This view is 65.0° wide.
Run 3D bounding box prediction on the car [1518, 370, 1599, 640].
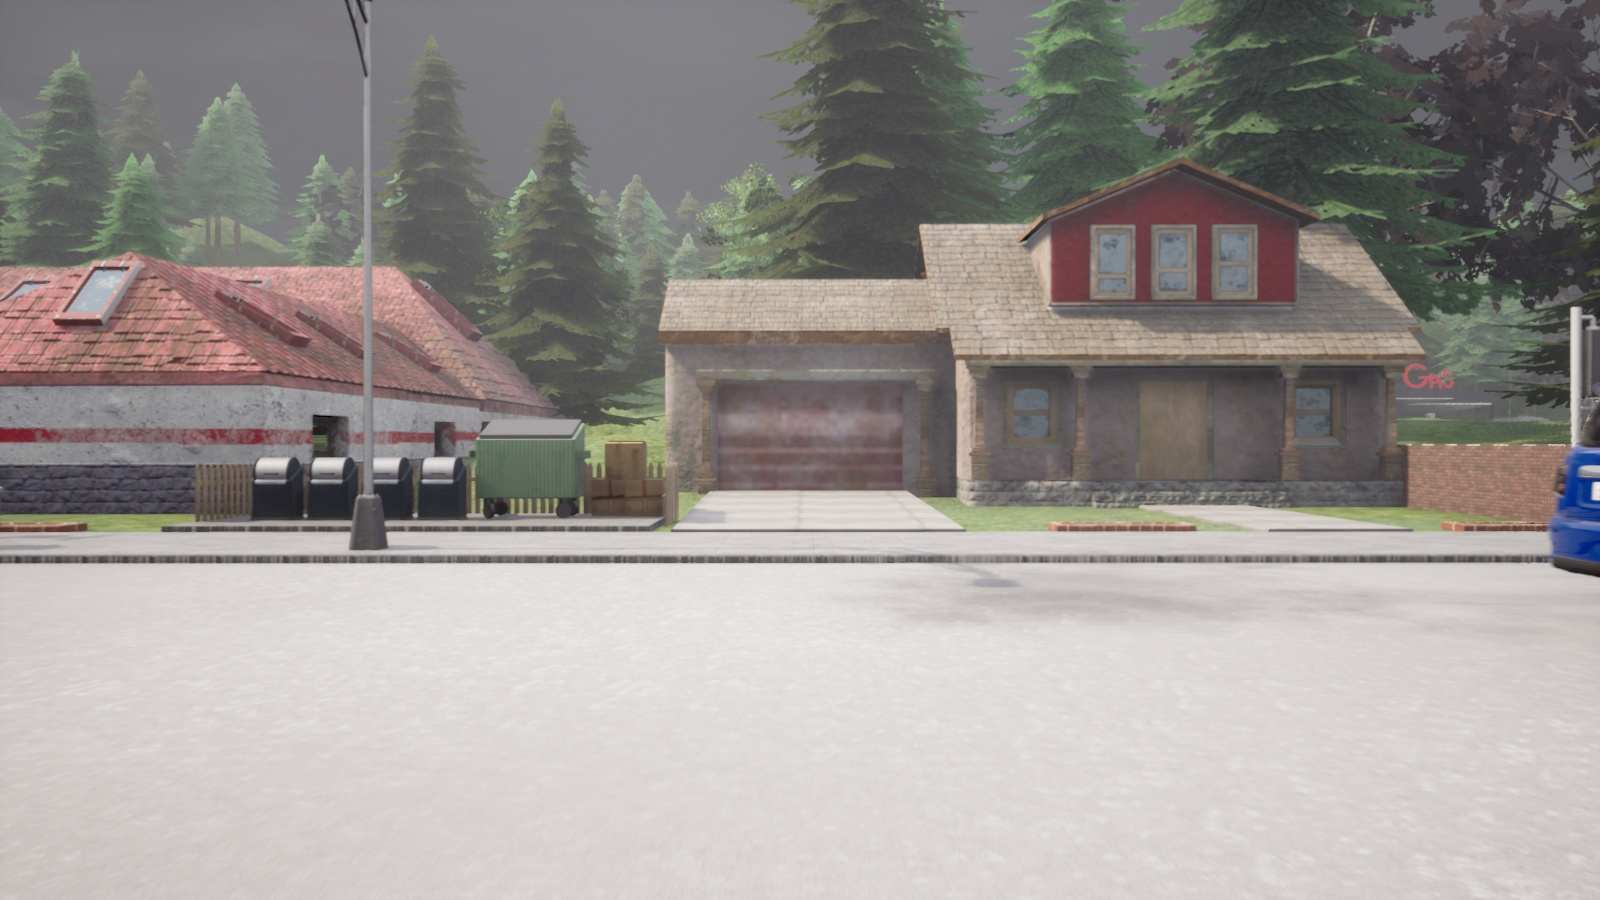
[{"bbox_3d":[8.850,0.419,9.562,5.566,2.045,2.150,0,0,-2],"label":"car"}]
